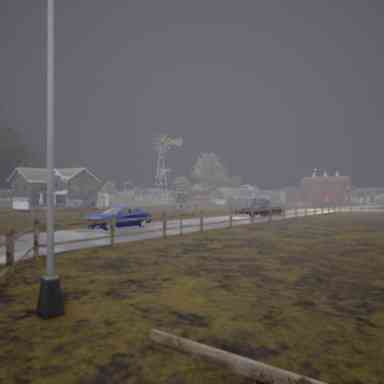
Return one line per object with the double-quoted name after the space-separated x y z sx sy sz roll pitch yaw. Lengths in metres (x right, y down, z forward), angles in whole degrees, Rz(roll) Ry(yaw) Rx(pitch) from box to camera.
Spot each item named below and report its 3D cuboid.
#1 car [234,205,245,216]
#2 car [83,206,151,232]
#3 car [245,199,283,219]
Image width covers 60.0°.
6.674 2.115 38.710 1.895 1.301 4.718 0 -1 35 "car"
-4.898 1.701 22.274 1.882 1.535 5.008 0 0 35 "car"
8.199 1.728 35.767 2.150 2.045 5.566 0 -1 35 "car"
